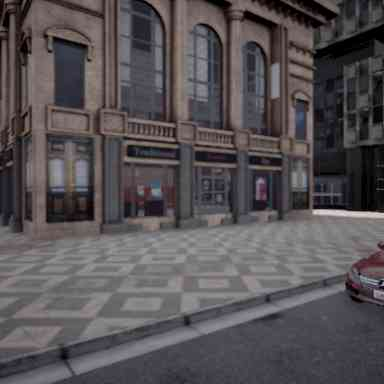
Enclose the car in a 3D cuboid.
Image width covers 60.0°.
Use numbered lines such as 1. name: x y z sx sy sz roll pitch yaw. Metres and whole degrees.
1. car: 5.203 1.525 7.024 4.674 1.442 1.812 0 0 -34
